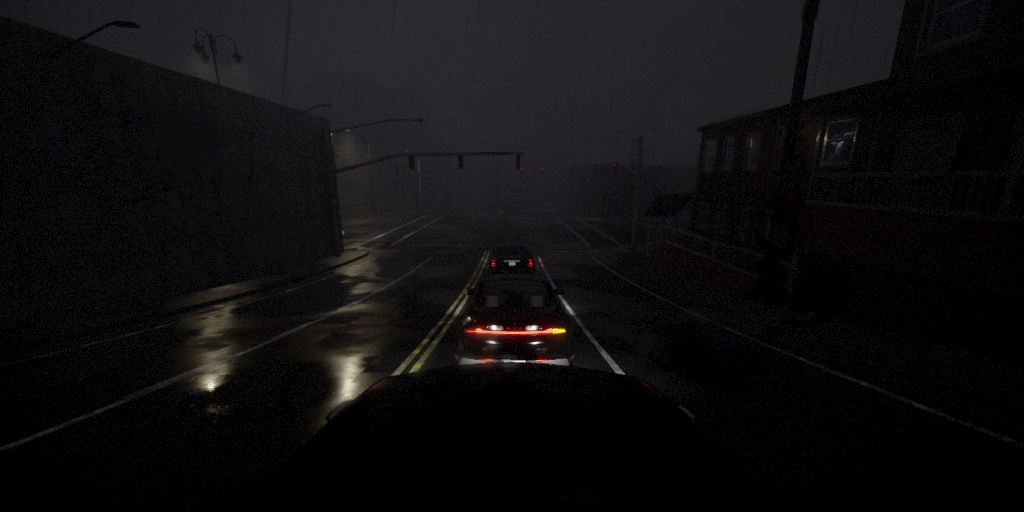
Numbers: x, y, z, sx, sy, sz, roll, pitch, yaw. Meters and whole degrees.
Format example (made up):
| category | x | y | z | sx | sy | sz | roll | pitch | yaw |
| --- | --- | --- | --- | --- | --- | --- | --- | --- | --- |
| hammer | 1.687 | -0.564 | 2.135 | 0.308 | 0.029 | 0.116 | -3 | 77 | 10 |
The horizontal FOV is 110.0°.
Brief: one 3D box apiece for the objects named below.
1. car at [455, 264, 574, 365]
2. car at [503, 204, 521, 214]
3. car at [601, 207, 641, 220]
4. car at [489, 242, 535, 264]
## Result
| category | x | y | z | sx | sy | sz | roll | pitch | yaw |
| --- | --- | --- | --- | --- | --- | --- | --- | --- | --- |
| car | 0.051 | 1.121 | 7.212 | 1.837 | 1.490 | 4.892 | 0 | 2 | 0 |
| car | 0.038 | -6.989 | 52.905 | 1.812 | 1.442 | 4.674 | -3 | 13 | -10 |
| car | 13.966 | -5.526 | 46.102 | 4.892 | 1.490 | 1.837 | 0 | 12 | 0 |
| car | 0.012 | 0.085 | 17.463 | 2.097 | 1.767 | 4.553 | 0 | 7 | 0 |
